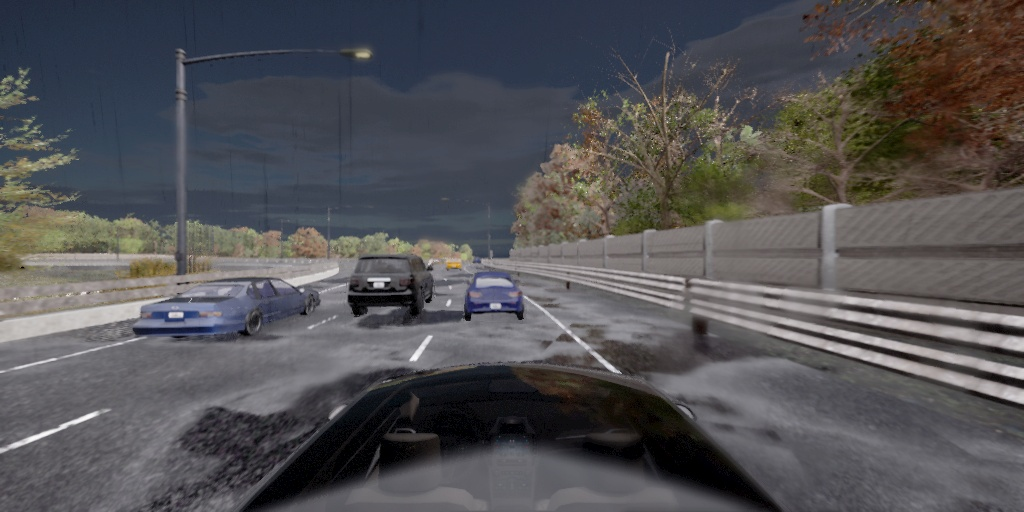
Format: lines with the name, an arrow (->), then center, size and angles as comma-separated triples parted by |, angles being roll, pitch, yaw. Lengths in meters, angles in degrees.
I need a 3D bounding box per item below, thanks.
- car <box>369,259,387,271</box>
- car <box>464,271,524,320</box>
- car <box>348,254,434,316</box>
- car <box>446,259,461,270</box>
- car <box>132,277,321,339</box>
car -> -18.077, 1.172, 48.122 | 1.837, 1.490, 4.892 | 0, 0, -26
car -> -0.670, 1.244, 12.420 | 1.812, 1.442, 4.674 | 0, 0, -5
car -> -4.265, 0.949, 13.421 | 2.150, 2.045, 5.566 | 0, 0, -6
car -> -7.953, 1.107, 49.053 | 1.882, 1.535, 5.008 | 0, 0, -10
car -> -7.410, 1.297, 10.134 | 2.033, 1.411, 5.357 | 0, 0, -6
